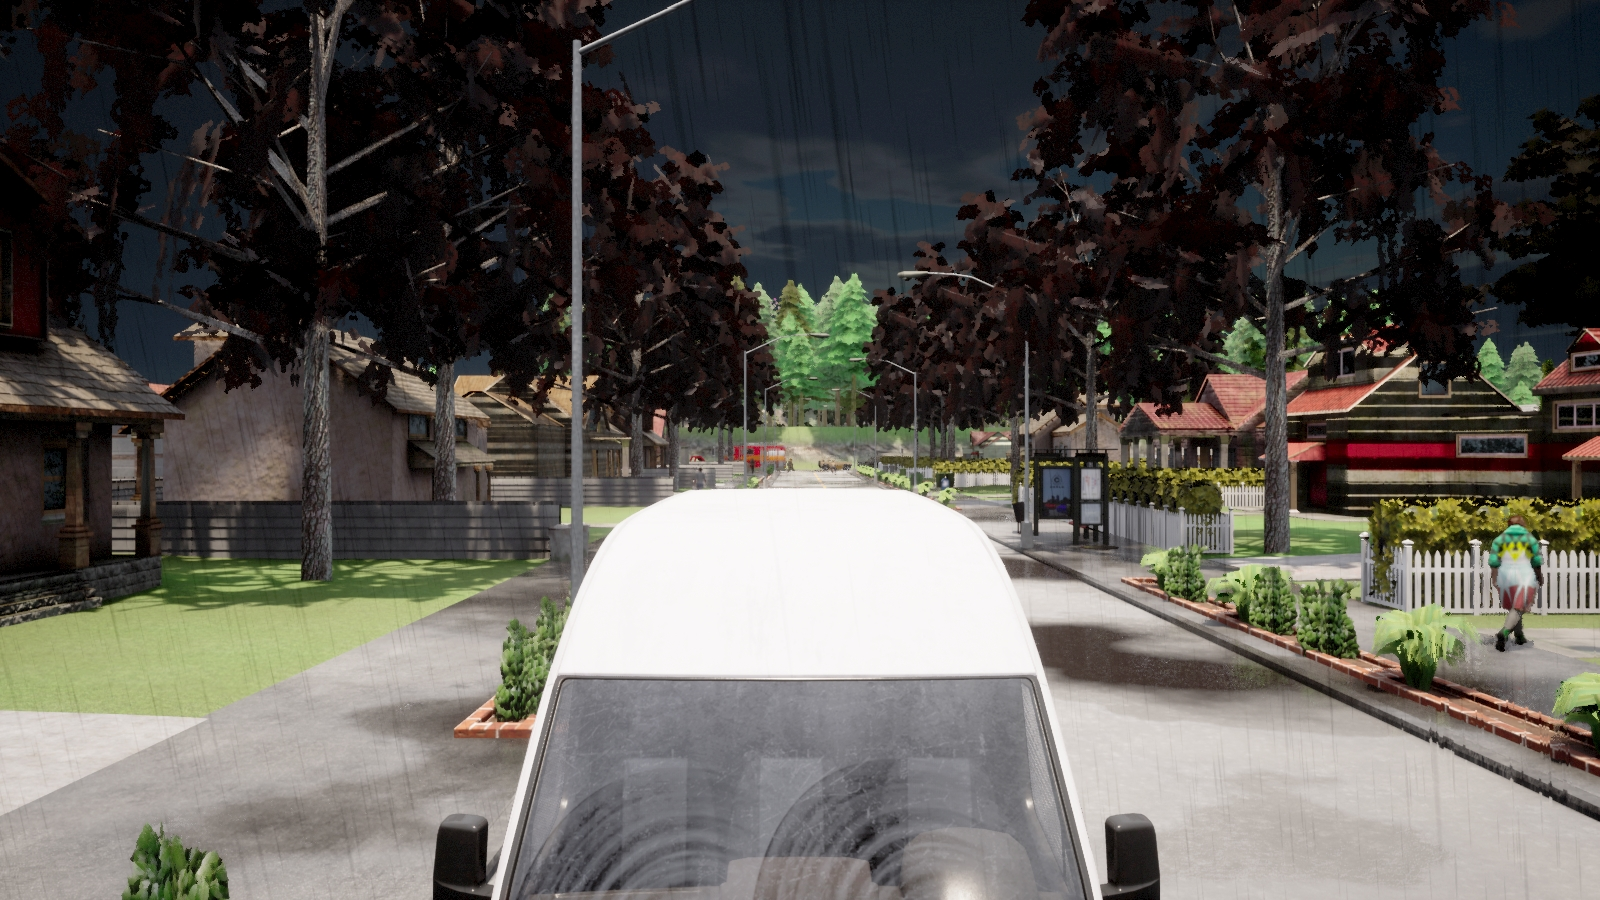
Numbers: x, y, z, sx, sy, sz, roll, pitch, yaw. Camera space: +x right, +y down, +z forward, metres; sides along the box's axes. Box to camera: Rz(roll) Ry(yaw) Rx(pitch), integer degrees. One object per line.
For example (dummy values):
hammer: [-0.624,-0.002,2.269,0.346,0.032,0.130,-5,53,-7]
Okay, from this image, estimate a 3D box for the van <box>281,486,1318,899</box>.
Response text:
van: [-0.006,1.534,5.149,1.988,2.561,5.915,0,0,0]

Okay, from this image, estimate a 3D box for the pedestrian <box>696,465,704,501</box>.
pedestrian: [-5.238,1.743,59.785,0.375,1.860,0.375,0,0,3]

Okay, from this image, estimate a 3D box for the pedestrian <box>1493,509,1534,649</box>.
pedestrian: [9.746,1.744,15.608,0.375,1.860,0.375,0,0,-42]
